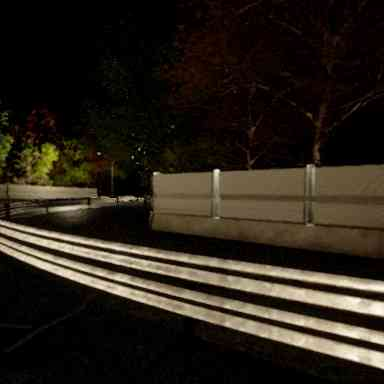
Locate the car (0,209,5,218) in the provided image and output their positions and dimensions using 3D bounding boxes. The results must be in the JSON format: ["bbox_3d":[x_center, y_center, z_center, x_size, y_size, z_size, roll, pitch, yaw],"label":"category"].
[{"bbox_3d":[-15.962,1.407,25.547,1.837,1.490,4.892,0,0,-12],"label":"car"}]
